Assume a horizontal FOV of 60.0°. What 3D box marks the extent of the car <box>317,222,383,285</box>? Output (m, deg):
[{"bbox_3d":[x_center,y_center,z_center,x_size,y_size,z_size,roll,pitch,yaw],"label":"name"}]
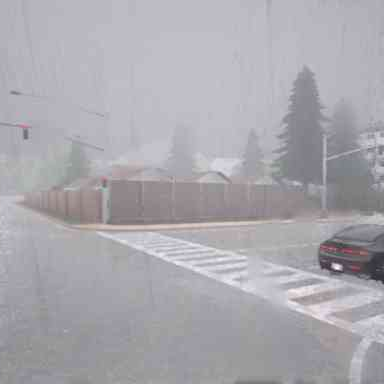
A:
[{"bbox_3d":[5.757,1.649,9.564,4.892,1.490,1.837,0,0,-30],"label":"car"}]
